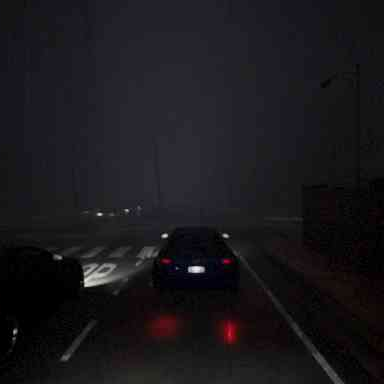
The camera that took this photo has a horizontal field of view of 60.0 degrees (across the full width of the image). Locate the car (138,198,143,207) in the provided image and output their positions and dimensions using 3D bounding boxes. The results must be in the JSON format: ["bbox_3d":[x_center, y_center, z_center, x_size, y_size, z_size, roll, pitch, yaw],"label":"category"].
[{"bbox_3d":[-10.482,2.020,63.643,1.837,1.490,4.892,0,0,1],"label":"car"}]

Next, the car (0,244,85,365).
[{"bbox_3d":[-3.404,1.613,5.883,1.994,1.385,4.181,0,0,0],"label":"car"}]

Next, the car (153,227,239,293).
[{"bbox_3d":[0.093,1.639,9.103,1.994,1.385,4.181,0,0,0],"label":"car"}]

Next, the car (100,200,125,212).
[{"bbox_3d":[-10.556,1.831,43.592,1.882,1.535,5.008,0,0,0],"label":"car"}]

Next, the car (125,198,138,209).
[{"bbox_3d":[-10.544,1.981,53.521,2.033,1.411,5.357,0,0,0],"label":"car"}]
